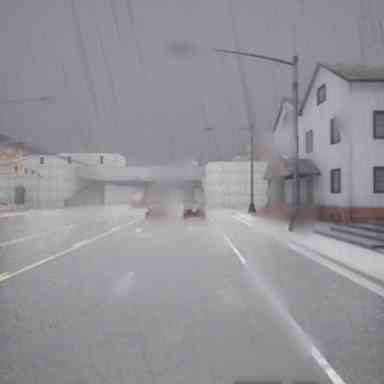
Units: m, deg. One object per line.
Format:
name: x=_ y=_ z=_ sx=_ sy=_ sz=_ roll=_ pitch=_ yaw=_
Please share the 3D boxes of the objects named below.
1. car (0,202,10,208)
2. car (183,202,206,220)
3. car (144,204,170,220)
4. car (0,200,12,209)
car: x=-32.317 y=1.916 z=54.177 sx=1.853 sy=1.218 sz=4.536 roll=0 pitch=-1 yaw=29
car: x=0.206 y=1.727 z=31.966 sx=2.097 sy=1.767 sz=4.553 roll=0 pitch=-1 yaw=0
car: x=-3.327 y=1.900 z=31.987 sx=1.812 sy=1.442 sz=4.674 roll=0 pitch=-1 yaw=0
car: x=-32.292 y=2.074 z=54.221 sx=2.038 sy=1.542 sz=4.974 roll=0 pitch=-1 yaw=29
